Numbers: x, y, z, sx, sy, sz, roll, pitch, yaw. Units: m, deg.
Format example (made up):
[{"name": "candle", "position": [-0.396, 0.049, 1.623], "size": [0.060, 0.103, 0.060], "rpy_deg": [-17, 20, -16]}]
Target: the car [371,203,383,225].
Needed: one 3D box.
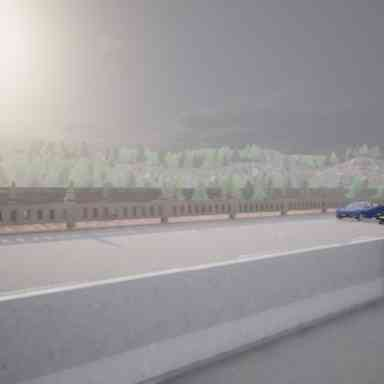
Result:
[{"name": "car", "position": [14.741, 1.588, 23.111], "size": [4.718, 1.301, 1.895], "rpy_deg": [0, 0, -35]}]

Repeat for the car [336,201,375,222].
[{"name": "car", "position": [13.442, 1.465, 26.482], "size": [5.008, 1.535, 1.882], "rpy_deg": [0, 0, -35]}]
